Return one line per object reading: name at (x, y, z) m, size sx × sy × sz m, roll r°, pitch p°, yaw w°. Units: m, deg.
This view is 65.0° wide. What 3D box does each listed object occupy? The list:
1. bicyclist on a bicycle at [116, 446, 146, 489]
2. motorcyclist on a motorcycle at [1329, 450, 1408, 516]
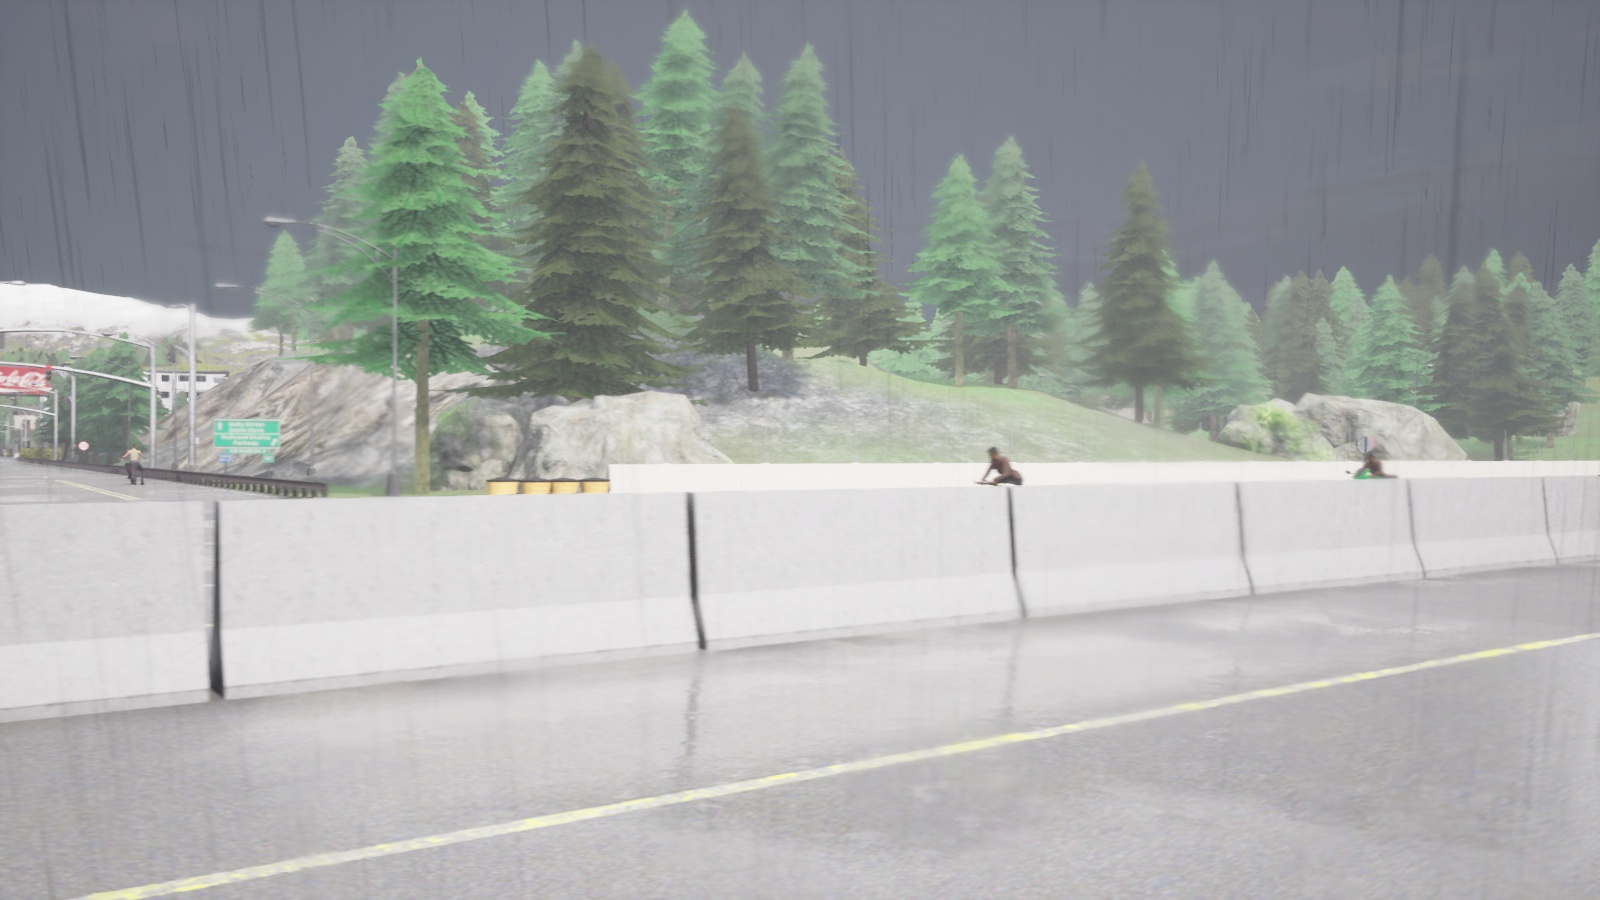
bicyclist on a bicycle at (-25.727, 0.658, 48.303) m, size 0.866 × 1.612 × 1.509 m, roll 0°, pitch 0°, yaw -34°
motorcyclist on a motorcycle at (13.720, 0.772, 30.266) m, size 2.044 × 1.523 × 0.797 m, roll 0°, pitch 0°, yaw -35°
